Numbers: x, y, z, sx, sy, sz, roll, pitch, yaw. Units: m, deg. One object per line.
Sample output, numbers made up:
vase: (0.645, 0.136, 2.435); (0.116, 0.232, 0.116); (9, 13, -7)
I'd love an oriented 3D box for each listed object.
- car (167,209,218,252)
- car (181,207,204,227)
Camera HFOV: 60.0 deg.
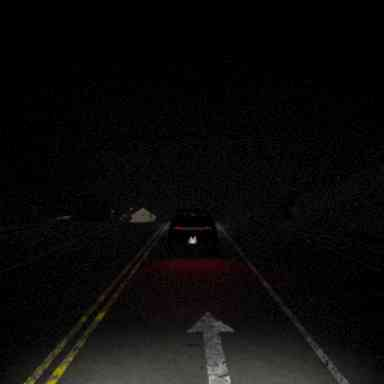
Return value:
car: (0.045, 1.457, 13.734); (2.128, 1.511, 4.902); (0, 0, 1)
car: (0.051, 2.424, 31.259); (1.994, 1.385, 4.181); (-1, -10, 0)
